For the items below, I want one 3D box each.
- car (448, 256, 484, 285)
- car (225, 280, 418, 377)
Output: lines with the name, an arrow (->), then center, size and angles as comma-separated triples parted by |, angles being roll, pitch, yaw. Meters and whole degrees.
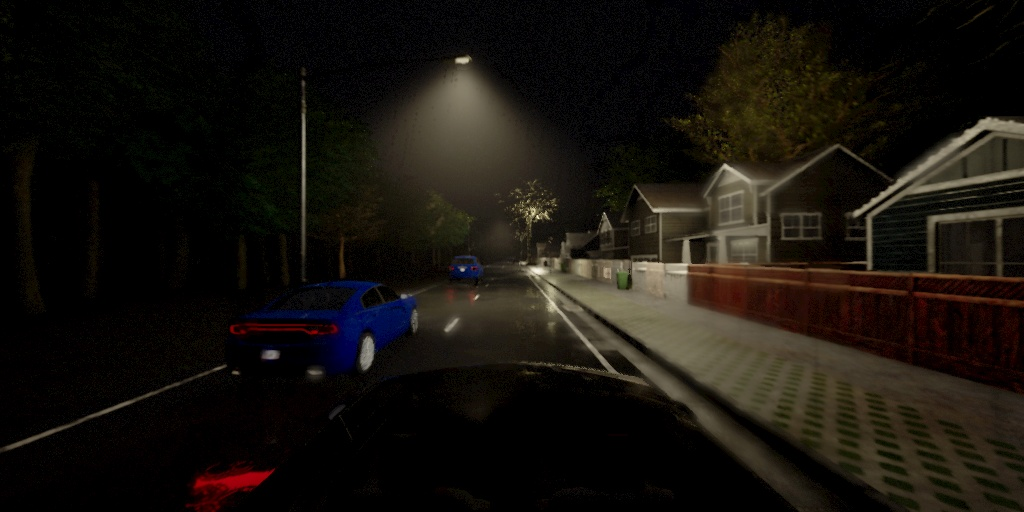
car -> -3.399, 1.047, 27.262 | 2.150, 2.045, 5.566 | 0, 0, 0
car -> -3.403, 1.247, 7.539 | 1.882, 1.535, 5.008 | 0, 0, 0
